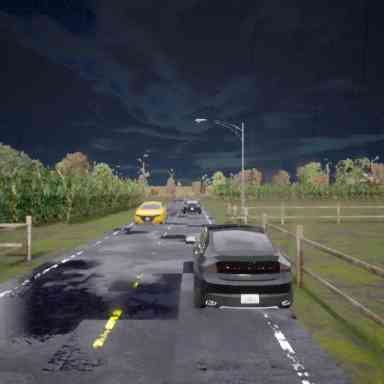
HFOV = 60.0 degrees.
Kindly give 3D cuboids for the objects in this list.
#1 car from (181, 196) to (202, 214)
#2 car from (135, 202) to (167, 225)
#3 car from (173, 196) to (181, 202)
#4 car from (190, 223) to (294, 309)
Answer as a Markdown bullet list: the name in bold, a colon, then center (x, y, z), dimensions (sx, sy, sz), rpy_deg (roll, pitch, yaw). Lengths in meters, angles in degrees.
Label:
- **car**: center (0.012, 1.511, 35.594), dimensions (1.812, 1.442, 4.674), rpy_deg (0, 0, 0)
- **car**: center (-2.897, 1.472, 24.110), dimensions (1.882, 1.535, 5.008), rpy_deg (0, 0, 0)
- **car**: center (-2.884, 1.495, 71.437), dimensions (1.994, 1.385, 4.181), rpy_deg (0, 0, 0)
- **car**: center (0.947, 1.504, 7.874), dimensions (1.837, 1.490, 4.892), rpy_deg (0, 0, 0)
